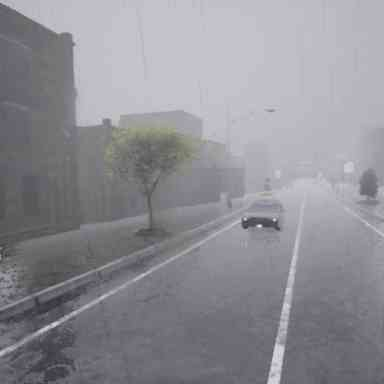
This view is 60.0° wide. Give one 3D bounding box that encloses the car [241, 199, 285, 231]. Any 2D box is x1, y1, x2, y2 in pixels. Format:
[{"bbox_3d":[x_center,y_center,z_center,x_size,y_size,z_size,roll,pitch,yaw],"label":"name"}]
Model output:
[{"bbox_3d":[3.971,1.106,17.831,2.033,1.411,5.357,0,2,19],"label":"car"}]
